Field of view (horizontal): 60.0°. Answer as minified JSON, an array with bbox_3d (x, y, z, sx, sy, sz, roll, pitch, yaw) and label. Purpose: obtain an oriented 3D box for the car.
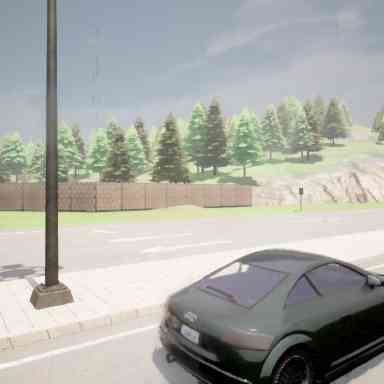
[{"bbox_3d":[1.606,1.563,4.894,4.181,1.385,1.994,0,0,-35],"label":"car"}]
